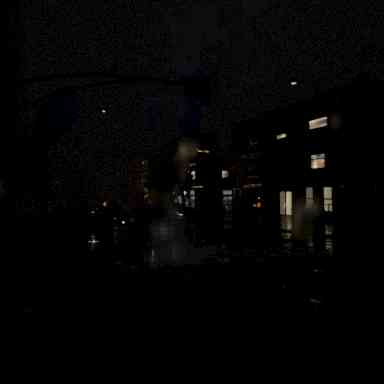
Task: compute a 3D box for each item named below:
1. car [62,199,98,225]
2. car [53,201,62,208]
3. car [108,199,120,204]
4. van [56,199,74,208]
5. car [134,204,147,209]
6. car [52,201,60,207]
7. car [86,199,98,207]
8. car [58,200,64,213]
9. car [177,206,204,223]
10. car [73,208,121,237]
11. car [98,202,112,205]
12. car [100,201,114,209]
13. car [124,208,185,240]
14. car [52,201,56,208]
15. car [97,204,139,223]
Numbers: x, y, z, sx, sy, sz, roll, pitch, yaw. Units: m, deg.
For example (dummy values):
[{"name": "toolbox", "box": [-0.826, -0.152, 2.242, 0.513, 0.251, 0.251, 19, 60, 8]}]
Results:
[{"name": "car", "box": [-10.299, 1.870, 30.302, 2.192, 1.841, 5.009, -2, 0, -24]}, {"name": "car", "box": [-30.947, 2.917, 76.421, 1.887, 1.381, 4.507, -2, 0, -24]}, {"name": "car", "box": [-14.221, 2.251, 59.670, 2.192, 1.841, 5.009, -2, 0, -24]}, {"name": "van", "box": [-19.593, 2.266, 51.191, 1.690, 1.788, 3.998, -2, 0, -24]}, {"name": "car", "box": [-7.085, 2.205, 43.866, 2.008, 1.369, 4.403, -2, 0, -24]}, {"name": "car", "box": [-35.423, 3.074, 86.358, 1.752, 1.417, 4.829, -2, 0, -24]}, {"name": "car", "box": [-25.581, 2.698, 84.900, 2.192, 1.841, 5.009, -2, 0, -24]}, {"name": "car", "box": [-14.757, 2.174, 40.430, 1.967, 1.590, 4.097, -2, 0, -24]}, {"name": "car", "box": [-0.464, 1.946, 29.447, 2.008, 1.369, 4.403, -2, 0, -24]}, {"name": "car", "box": [-6.071, 1.953, 20.860, 1.947, 1.339, 4.313, -2, 0, -24]}, {"name": "car", "box": [-10.789, 2.151, 38.012, 1.837, 1.490, 4.892, -1, -1, -24]}, {"name": "car", "box": [-16.556, 2.553, 64.870, 1.752, 1.417, 4.829, -2, 0, -24]}, {"name": "car", "box": [-2.280, 1.874, 19.100, 1.994, 1.385, 4.181, -1, -1, -24]}, {"name": "car", "box": [-24.137, 2.419, 61.283, 2.192, 1.841, 5.009, -2, 0, -24]}, {"name": "car", "box": [-6.413, 2.021, 28.266, 2.033, 1.411, 5.357, -1, -1, -24]}]
